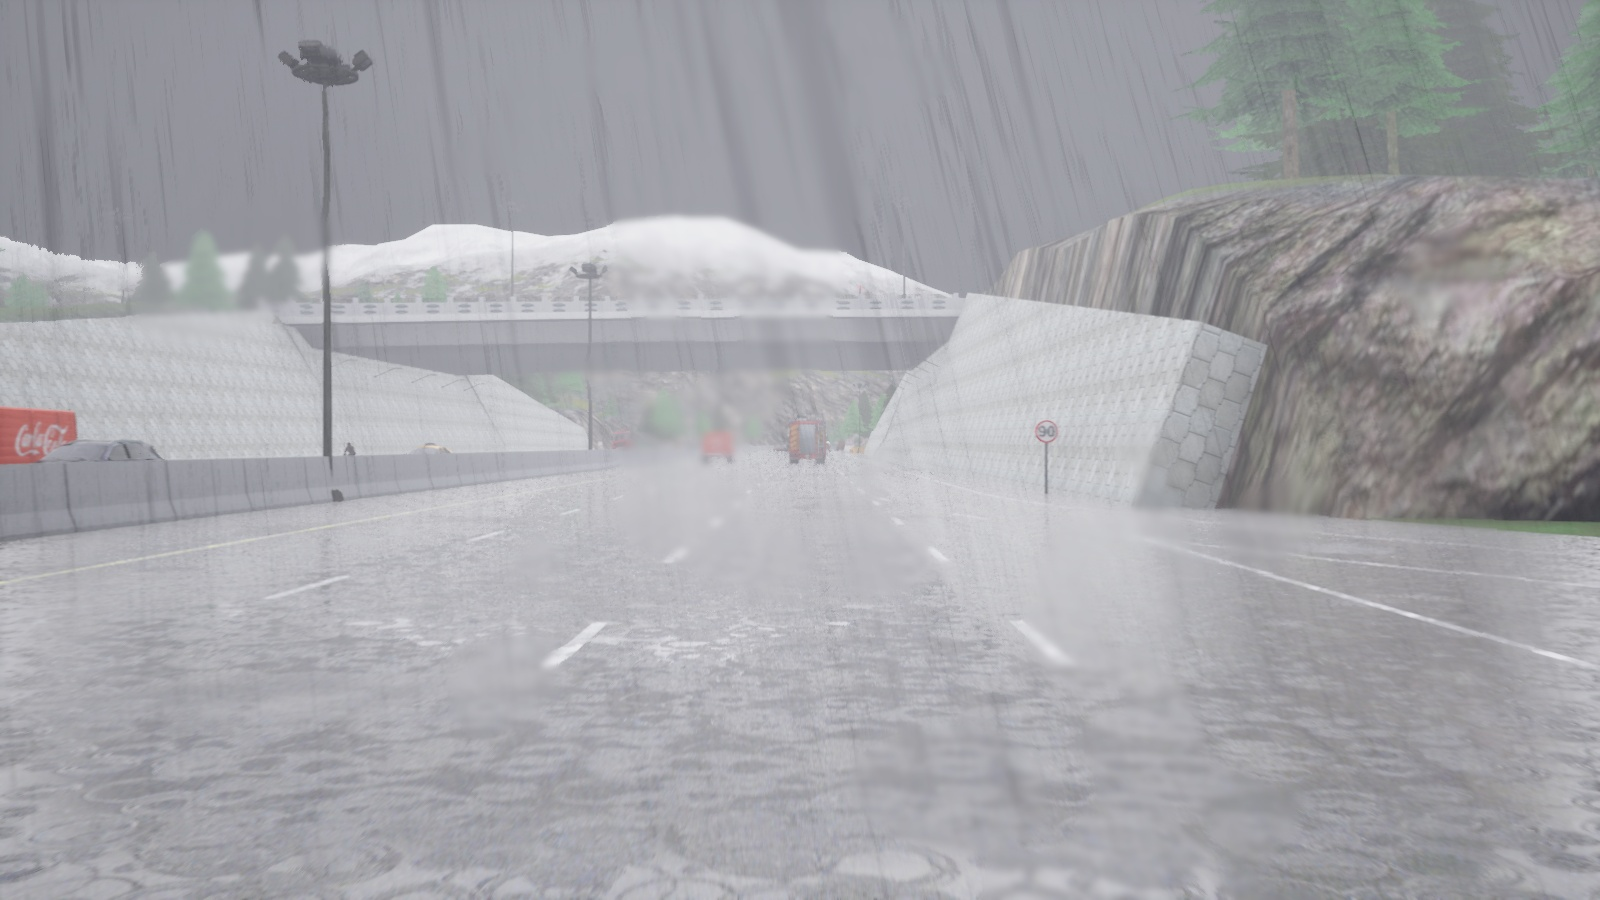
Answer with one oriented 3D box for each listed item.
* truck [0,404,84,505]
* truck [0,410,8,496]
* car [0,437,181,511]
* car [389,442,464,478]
[{"bbox_3d":[-20.805,0.105,31.553,2.627,2.467,5.204,0,0,0],"label":"truck"},{"bbox_3d":[-24.292,0.092,33.790,2.627,2.467,5.204,0,0,0],"label":"truck"},{"bbox_3d":[-17.311,0.529,30.585,2.033,1.649,4.856,0,0,0],"label":"car"},{"bbox_3d":[-17.155,0.418,57.947,1.801,1.575,5.366,0,0,0],"label":"car"}]
